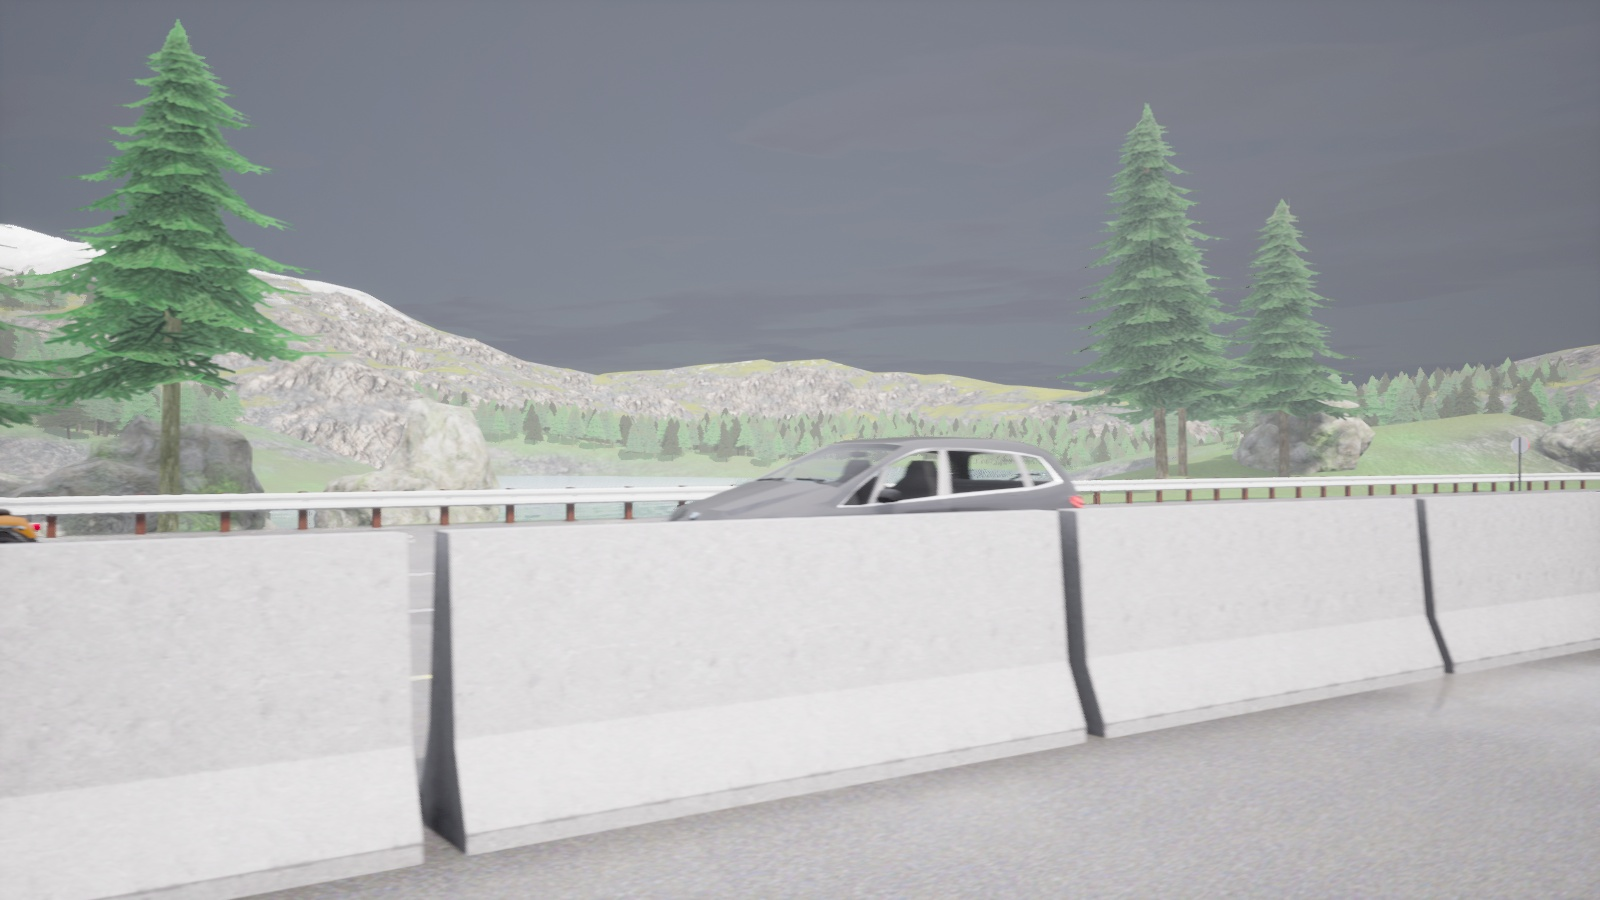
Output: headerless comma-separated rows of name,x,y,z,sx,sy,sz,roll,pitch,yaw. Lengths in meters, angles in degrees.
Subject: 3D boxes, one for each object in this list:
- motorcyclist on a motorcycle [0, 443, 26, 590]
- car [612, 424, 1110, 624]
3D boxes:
motorcyclist on a motorcycle,-9.922,0.750,13.810,2.350,1.649,0.766,0,0,-35
car,0.691,0.619,12.679,4.611,1.667,2.242,0,0,-35
